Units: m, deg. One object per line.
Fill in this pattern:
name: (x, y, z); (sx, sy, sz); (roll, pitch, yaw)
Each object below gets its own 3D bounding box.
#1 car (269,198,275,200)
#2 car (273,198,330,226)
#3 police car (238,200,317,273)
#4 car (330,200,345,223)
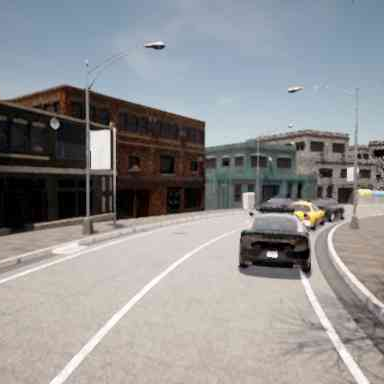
car: (7.465, 1.187, 28.385); (2.033, 1.411, 5.357); (2, 1, 41)
car: (6.453, 1.245, 19.245); (1.801, 1.575, 5.366); (1, 1, 30)
police car: (2.701, 1.297, 10.617); (1.930, 1.638, 5.238); (1, 1, 17)
car: (9.488, 1.268, 23.732); (1.837, 1.490, 4.892); (2, 1, 38)
